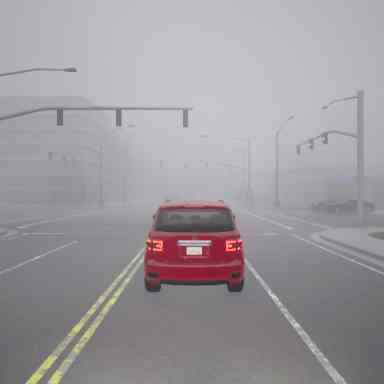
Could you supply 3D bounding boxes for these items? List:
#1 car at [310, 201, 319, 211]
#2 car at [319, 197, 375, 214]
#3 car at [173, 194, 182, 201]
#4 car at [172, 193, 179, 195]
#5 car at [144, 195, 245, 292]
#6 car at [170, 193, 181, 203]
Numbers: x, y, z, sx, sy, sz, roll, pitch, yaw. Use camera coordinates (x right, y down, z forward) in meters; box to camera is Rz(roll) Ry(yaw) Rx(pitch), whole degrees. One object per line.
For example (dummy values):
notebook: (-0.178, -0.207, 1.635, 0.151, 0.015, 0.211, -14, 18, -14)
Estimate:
car: (16.090, 1.352, 38.609, 4.553, 1.767, 2.097, 0, 0, 0)
car: (16.550, 1.478, 35.102, 5.008, 1.535, 1.882, 0, 0, 0)
car: (-3.648, 1.355, 83.692, 2.097, 1.767, 4.553, 0, 0, 0)
car: (-3.677, 1.352, 54.854, 2.097, 1.767, 4.553, 0, 0, 0)
car: (0.056, 1.221, 9.064, 2.150, 2.045, 5.566, 0, 0, 0)
car: (-3.630, 1.225, 73.725, 2.150, 2.045, 5.566, 0, 0, 0)
